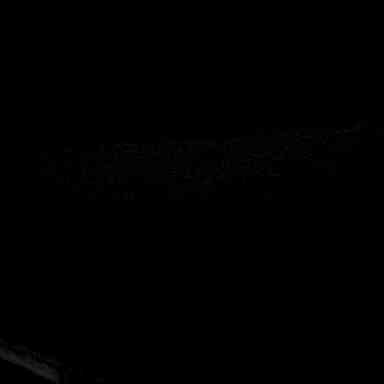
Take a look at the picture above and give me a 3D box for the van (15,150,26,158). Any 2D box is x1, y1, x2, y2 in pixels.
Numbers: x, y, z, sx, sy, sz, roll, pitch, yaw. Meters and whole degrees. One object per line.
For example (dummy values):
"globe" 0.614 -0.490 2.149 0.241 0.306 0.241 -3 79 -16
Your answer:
"van" -27.711 -6.011 56.224 4.442 1.987 1.878 2 1 43

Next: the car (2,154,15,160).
"car" -31.864 -5.893 60.051 4.674 1.452 2.002 2 1 43

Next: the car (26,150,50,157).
"car" -23.748 -5.638 52.572 4.892 1.521 2.231 2 1 43

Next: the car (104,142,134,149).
"car" -7.418 -4.952 37.528 4.674 1.452 2.002 2 2 43

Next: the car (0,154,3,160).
"car" -35.894 -6.322 63.763 5.566 2.045 2.435 2 1 43

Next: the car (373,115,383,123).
"car" 12.879 -4.072 18.992 4.674 1.452 2.002 3 2 41

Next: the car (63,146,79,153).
"car" -15.645 -5.451 45.108 4.553 1.767 2.185 2 1 43

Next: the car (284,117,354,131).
"car" 8.727 -4.311 22.664 4.892 1.521 2.231 3 2 42

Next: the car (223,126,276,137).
"car" 4.664 -4.492 26.396 4.892 1.521 2.231 2 2 43

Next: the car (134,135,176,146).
"car" -3.376 -4.952 33.804 4.553 1.767 2.185 2 2 43

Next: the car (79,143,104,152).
"car" -11.587 -5.289 41.369 4.553 1.767 2.185 2 1 43
